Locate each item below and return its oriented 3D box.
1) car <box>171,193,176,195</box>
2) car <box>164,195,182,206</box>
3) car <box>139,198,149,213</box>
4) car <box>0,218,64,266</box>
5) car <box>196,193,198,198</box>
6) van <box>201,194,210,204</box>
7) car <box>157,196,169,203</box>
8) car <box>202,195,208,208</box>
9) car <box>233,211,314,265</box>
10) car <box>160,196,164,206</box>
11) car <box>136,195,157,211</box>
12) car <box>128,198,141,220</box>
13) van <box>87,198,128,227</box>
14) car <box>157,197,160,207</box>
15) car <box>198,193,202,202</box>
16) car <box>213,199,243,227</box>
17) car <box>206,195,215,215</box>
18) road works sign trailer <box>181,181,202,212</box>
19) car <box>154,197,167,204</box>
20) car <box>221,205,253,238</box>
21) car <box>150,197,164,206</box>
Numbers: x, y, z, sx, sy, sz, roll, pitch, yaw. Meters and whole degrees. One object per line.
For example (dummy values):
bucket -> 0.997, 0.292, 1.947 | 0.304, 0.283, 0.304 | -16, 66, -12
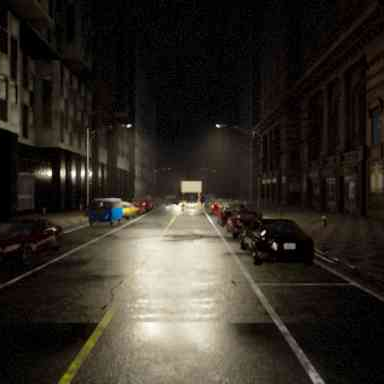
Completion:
car -> -5.875, 1.545, 84.235 | 1.887, 1.381, 4.507 | 0, 0, 0
car -> -3.141, 1.553, 52.913 | 1.994, 1.385, 4.181 | 0, 0, 0
car -> -5.809, 1.573, 33.816 | 1.802, 1.307, 4.206 | 0, 0, 0
car -> -5.780, 1.578, 11.408 | 1.802, 1.307, 4.206 | 0, 0, 0
car -> 2.664, 1.310, 73.054 | 2.192, 1.841, 5.009 | 0, 0, 0
van -> 2.693, 1.330, 50.648 | 1.690, 1.788, 3.998 | 0, 0, 0
car -> -5.853, 1.558, 67.428 | 1.947, 1.339, 4.313 | 0, 0, 0
car -> 2.701, 1.515, 45.216 | 1.752, 1.417, 4.829 | 0, 0, 0
car -> 2.745, 1.562, 11.436 | 1.947, 1.339, 4.313 | 0, 0, 0
car -> -5.831, 1.429, 50.622 | 1.967, 1.590, 4.097 | 0, 0, 0
car -> -5.817, 1.305, 39.419 | 2.192, 1.841, 5.009 | 0, 0, 0
car -> -5.802, 1.517, 28.045 | 1.752, 1.417, 4.829 | 0, 0, 0
van -> -5.795, 1.334, 22.612 | 1.690, 1.788, 3.998 | 0, 0, 0
car -> -5.824, 1.571, 45.021 | 1.802, 1.307, 4.206 | 0, 0, 0
car -> 2.678, 1.306, 61.851 | 2.192, 1.841, 5.009 | 0, 0, 0
car -> 2.730, 1.433, 22.639 | 1.967, 1.590, 4.097 | 0, 0, 0
car -> 2.716, 1.431, 33.842 | 1.967, 1.590, 4.097 | 0, 0, 0
road works sign trailer -> -0.051, 0.454, 38.882 | 2.380, 3.560, 2.880 | 0, 0, 0
car -> -5.845, 1.557, 61.827 | 1.947, 1.339, 4.313 | 0, 0, 0
car -> 2.738, 1.576, 17.038 | 1.802, 1.307, 4.206 | 0, 0, 0
car -> -5.838, 1.541, 56.225 | 2.008, 1.369, 4.403 | 0, 0, 0
